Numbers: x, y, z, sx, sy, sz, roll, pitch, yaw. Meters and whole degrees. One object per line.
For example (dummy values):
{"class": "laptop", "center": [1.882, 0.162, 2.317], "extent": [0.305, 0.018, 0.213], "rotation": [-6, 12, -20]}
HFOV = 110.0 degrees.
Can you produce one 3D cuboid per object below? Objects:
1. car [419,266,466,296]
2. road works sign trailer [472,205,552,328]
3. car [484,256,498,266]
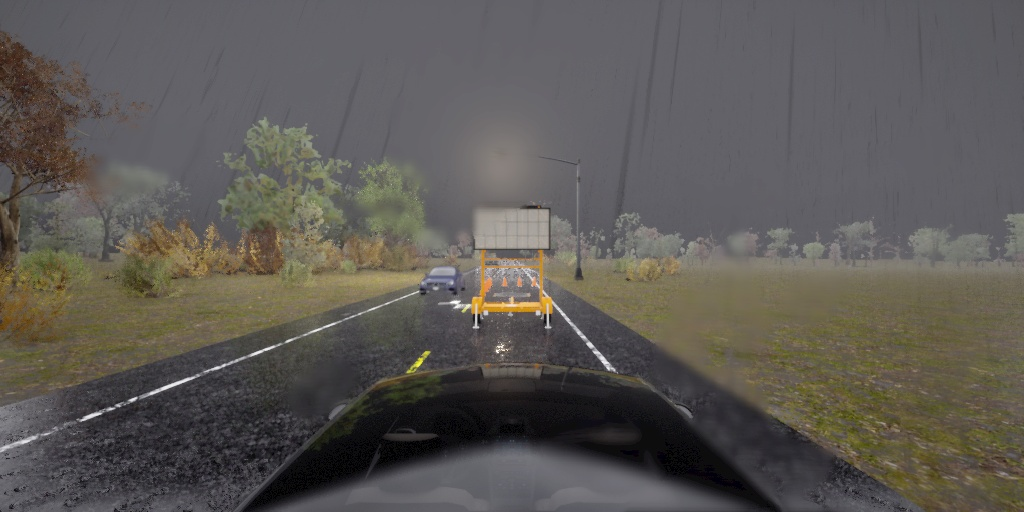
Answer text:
{"class": "car", "center": [-3.612, 1.279, 19.363], "extent": [1.812, 1.442, 4.674], "rotation": [0, 0, 0]}
{"class": "road works sign trailer", "center": [0.001, 0.216, 11.340], "extent": [2.380, 3.560, 2.880], "rotation": [0, 0, 0]}
{"class": "car", "center": [-3.564, 1.012, 62.259], "extent": [2.150, 2.045, 5.566], "rotation": [0, 0, 0]}
